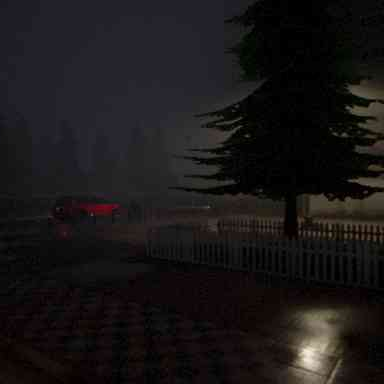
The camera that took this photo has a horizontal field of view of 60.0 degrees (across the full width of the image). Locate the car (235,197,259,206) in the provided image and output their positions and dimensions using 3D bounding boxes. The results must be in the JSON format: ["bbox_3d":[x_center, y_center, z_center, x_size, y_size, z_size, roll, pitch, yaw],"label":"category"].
[{"bbox_3d":[9.505,1.618,57.173,2.033,1.411,5.357,0,0,35],"label":"car"}]

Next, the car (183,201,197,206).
[{"bbox_3d":[0.751,1.299,56.953,2.150,2.045,5.566,0,0,36],"label":"car"}]

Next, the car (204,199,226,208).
[{"bbox_3d":[4.193,1.634,49.611,1.994,1.385,4.181,0,0,35],"label":"car"}]

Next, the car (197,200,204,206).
[{"bbox_3d":[3.565,1.628,54.871,2.033,1.411,5.357,0,0,36],"label":"car"}]

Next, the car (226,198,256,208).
[{"bbox_3d":[7.500,1.608,48.231,2.033,1.411,5.357,0,0,36],"label":"car"}]

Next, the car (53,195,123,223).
[{"bbox_3d":[-8.154,1.283,26.366,2.150,2.045,5.566,0,0,37],"label":"car"}]

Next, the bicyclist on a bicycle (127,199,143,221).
[{"bbox_3d":[-4.316,1.353,25.031,1.656,1.620,0.582,0,0,35],"label":"bicyclist on a bicycle"}]

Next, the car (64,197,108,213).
[{"bbox_3d":[-12.276,1.443,38.816,2.097,1.767,4.553,0,0,35],"label":"car"}]

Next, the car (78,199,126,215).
[{"bbox_3d":[-9.746,1.573,36.338,2.128,1.511,4.902,0,0,35],"label":"car"}]
